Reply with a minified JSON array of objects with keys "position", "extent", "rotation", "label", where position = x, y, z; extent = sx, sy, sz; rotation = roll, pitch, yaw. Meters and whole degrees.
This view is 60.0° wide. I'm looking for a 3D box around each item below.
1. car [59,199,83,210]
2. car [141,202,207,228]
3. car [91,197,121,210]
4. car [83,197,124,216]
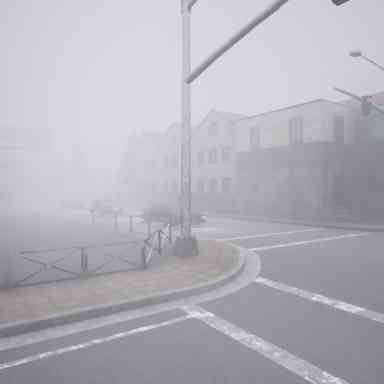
[{"position":[-14.122,1.424,39.203],"extent":[1.895,1.301,4.718],"rotation":[0,0,-35],"label":"car"},{"position":[-1.347,1.371,21.099],"extent":[2.033,1.411,5.357],"rotation":[0,0,-35],"label":"car"},{"position":[-10.516,1.328,40.428],"extent":[1.837,1.490,4.892],"rotation":[0,0,-35],"label":"car"},{"position":[-7.850,1.316,30.287],"extent":[2.128,1.511,4.902],"rotation":[0,0,-35],"label":"car"}]
